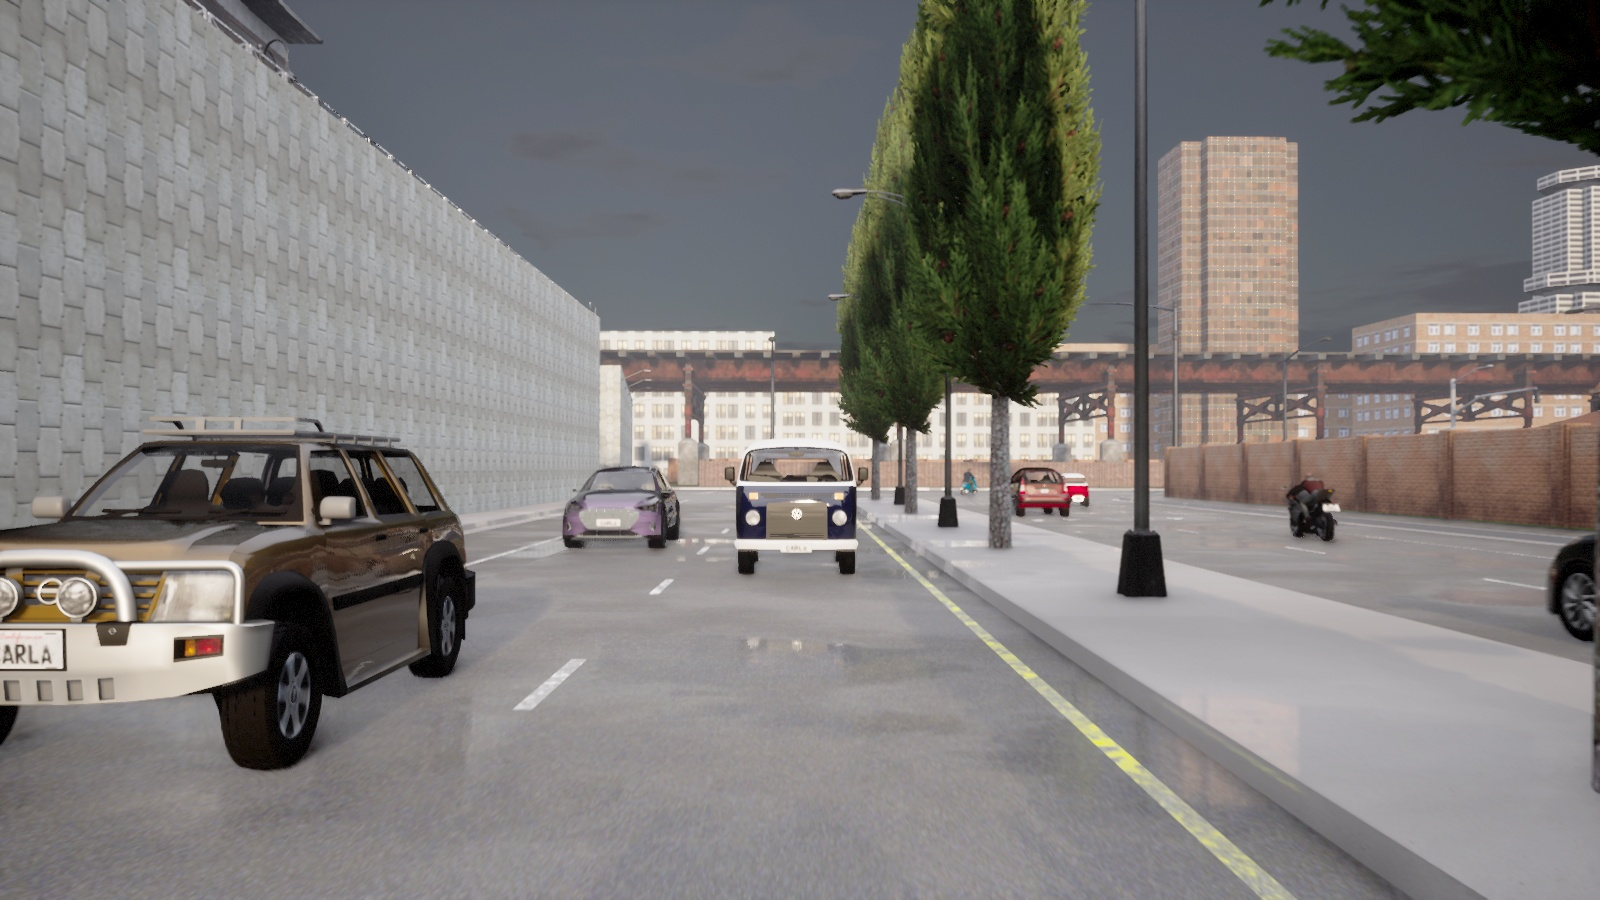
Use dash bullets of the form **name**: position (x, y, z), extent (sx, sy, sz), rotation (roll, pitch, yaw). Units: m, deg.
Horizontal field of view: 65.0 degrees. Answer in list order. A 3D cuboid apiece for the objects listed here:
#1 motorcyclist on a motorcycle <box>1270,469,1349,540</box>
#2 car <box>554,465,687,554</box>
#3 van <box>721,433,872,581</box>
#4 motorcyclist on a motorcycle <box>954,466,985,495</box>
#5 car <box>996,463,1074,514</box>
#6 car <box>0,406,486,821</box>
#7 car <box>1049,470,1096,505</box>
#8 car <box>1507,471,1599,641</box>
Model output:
- **motorcyclist on a motorcycle**: position (11.425, 1.188, 28.221), extent (0.866, 1.530, 2.191), rotation (0, -1, 0)
- **car**: position (-3.563, 1.136, 25.799), extent (2.033, 1.649, 4.856), rotation (0, -1, 0)
- **van**: position (-0.049, 0.819, 19.575), extent (2.069, 2.038, 4.480), rotation (0, -1, 0)
- **motorcyclist on a motorcycle**: position (9.883, 1.761, 73.170), extent (0.866, 1.590, 1.817), rotation (2, 1, 40)
- **car**: position (7.897, 1.278, 42.551), extent (1.851, 1.617, 3.988), rotation (0, -1, 0)
- **car**: position (-3.522, 0.766, 7.939), extent (1.932, 1.855, 4.605), rotation (0, -1, 0)
- **car**: position (11.376, 1.557, 52.524), extent (1.481, 1.376, 2.207), rotation (0, 0, 0)
- **car**: position (7.974, 0.917, 10.062), extent (1.837, 1.490, 4.892), rotation (0, -1, 0)
